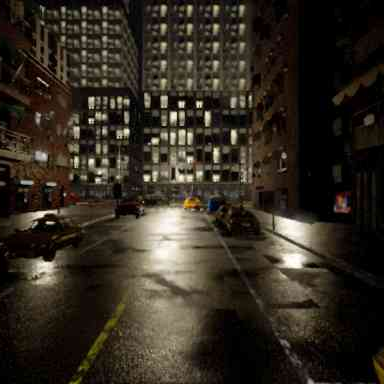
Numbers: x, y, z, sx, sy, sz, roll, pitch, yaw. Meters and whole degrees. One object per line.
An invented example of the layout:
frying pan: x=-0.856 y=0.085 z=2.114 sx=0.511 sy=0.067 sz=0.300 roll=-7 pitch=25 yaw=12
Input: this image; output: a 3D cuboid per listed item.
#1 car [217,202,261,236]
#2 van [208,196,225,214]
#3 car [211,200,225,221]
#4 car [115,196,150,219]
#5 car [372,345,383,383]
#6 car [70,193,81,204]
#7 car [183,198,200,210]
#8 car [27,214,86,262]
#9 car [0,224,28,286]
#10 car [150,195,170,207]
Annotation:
car: x=2.562 y=1.512 z=18.163 sx=1.752 sy=1.417 sz=4.829 roll=0 pitch=0 yaw=0
van: x=2.556 y=1.320 z=34.914 sx=1.690 sy=1.788 sz=3.998 roll=0 pitch=0 yaw=0
car: x=2.560 y=1.509 z=23.803 sx=1.752 sy=1.417 sz=4.829 roll=0 pitch=0 yaw=0
car: x=-5.322 y=1.295 z=29.271 sx=2.192 sy=1.841 sz=5.009 roll=0 pitch=0 yaw=0
car: x=2.568 y=1.524 z=1.242 sx=1.752 sy=1.417 sz=4.829 roll=0 pitch=0 yaw=0
car: x=-20.894 y=1.070 z=54.882 sx=5.009 sy=1.841 sz=2.192 roll=1 pitch=-1 yaw=0
car: x=-0.054 y=1.448 z=41.516 sx=1.882 sy=1.535 sz=5.008 roll=0 pitch=0 yaw=-4
car: x=-5.316 y=1.515 z=12.179 sx=1.752 sy=1.417 sz=4.829 roll=0 pitch=0 yaw=0
car: x=-5.314 y=1.576 z=6.709 sx=1.802 sy=1.307 sz=4.206 roll=0 pitch=0 yaw=0
car: x=-5.751 y=1.269 z=50.597 sx=4.553 sy=1.767 sz=2.097 roll=0 pitch=0 yaw=28
